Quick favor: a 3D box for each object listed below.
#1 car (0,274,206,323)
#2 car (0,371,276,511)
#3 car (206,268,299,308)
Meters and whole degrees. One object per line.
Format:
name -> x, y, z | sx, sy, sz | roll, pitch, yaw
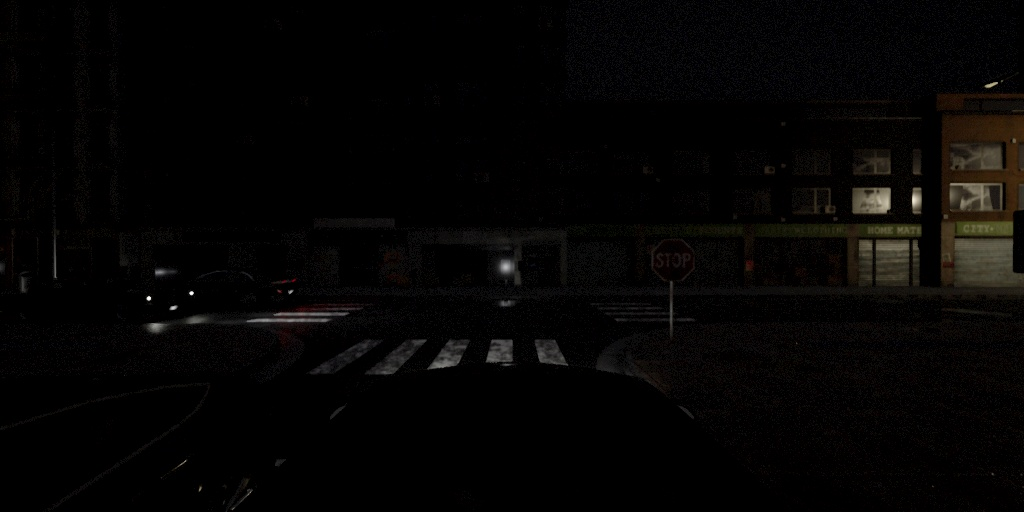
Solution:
car -> -13.165, 1.374, 11.626 | 4.718, 1.301, 1.895 | 0, 0, 0
car -> -2.639, 1.316, 1.009 | 1.948, 1.339, 4.313 | 0, 0, 0
car -> -11.369, 1.249, 14.567 | 4.902, 1.511, 2.128 | 0, 0, 2
